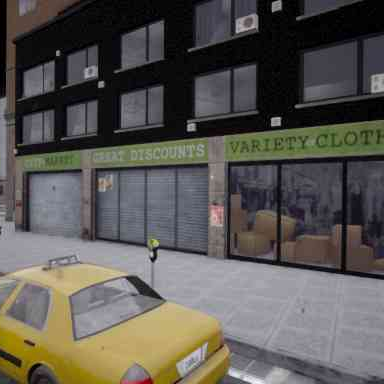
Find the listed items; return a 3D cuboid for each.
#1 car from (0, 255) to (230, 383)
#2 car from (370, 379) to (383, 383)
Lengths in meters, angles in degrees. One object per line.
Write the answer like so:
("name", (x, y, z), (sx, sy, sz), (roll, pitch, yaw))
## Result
("car", (-1.875, 1.524, 4.428), (4.829, 1.417, 1.752), (0, 1, 36))
("car", (2.810, 1.551, 1.085), (4.403, 1.369, 2.008), (0, 1, 36))
